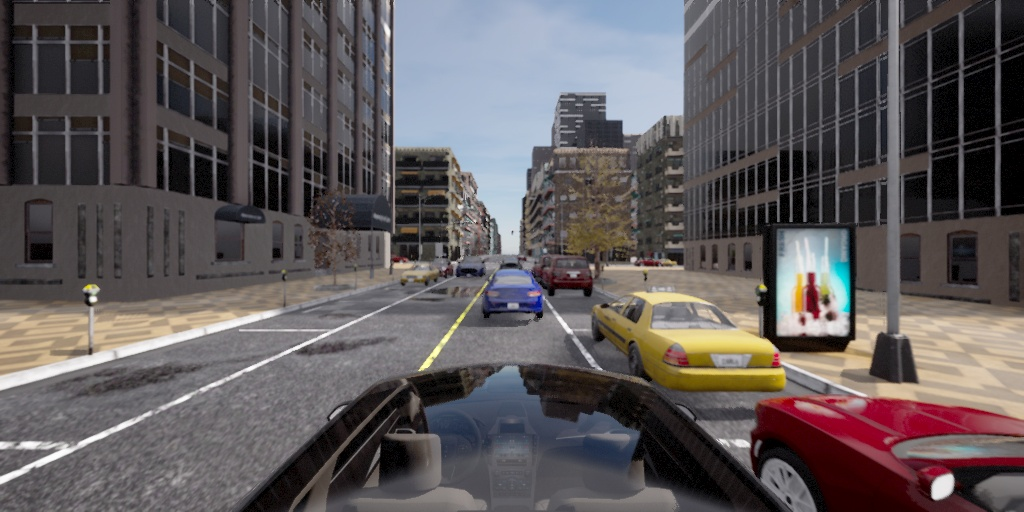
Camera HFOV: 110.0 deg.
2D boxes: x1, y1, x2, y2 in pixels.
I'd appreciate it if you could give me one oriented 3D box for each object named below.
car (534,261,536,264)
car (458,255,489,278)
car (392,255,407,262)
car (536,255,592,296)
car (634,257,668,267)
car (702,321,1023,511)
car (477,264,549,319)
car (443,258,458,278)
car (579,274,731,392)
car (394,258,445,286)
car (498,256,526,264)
[{"bbox_3d":[2.555,0.842,23.225,2.192,1.841,5.009,0,0,0],"label":"car"},{"bbox_3d":[-3.268,0.818,29.144,2.097,1.767,4.553,0,1,0],"label":"car"},{"bbox_3d":[-17.591,0.477,53.036,4.507,1.381,1.888,0,0,-1],"label":"car"},{"bbox_3d":[2.591,0.900,17.666,2.192,1.841,5.009,0,0,0],"label":"car"},{"bbox_3d":[20.503,0.964,53.609,4.097,1.591,1.967,0,0,-1],"label":"car"},{"bbox_3d":[2.699,1.303,0.990,1.888,1.381,4.507,0,0,0],"label":"car"},{"bbox_3d":[0.023,1.168,12.102,1.812,1.442,4.674,0,1,0],"label":"car"},{"bbox_3d":[-5.861,0.909,28.732,1.967,1.591,4.097,0,0,0],"label":"car"},{"bbox_3d":[2.663,1.225,6.719,1.751,1.417,4.829,0,0,0],"label":"car"},{"bbox_3d":[-5.824,1.052,23.003,1.751,1.417,4.829,0,0,0],"label":"car"},{"bbox_3d":[-0.085,0.966,29.570,1.837,1.490,4.892,0,0,0],"label":"car"}]
